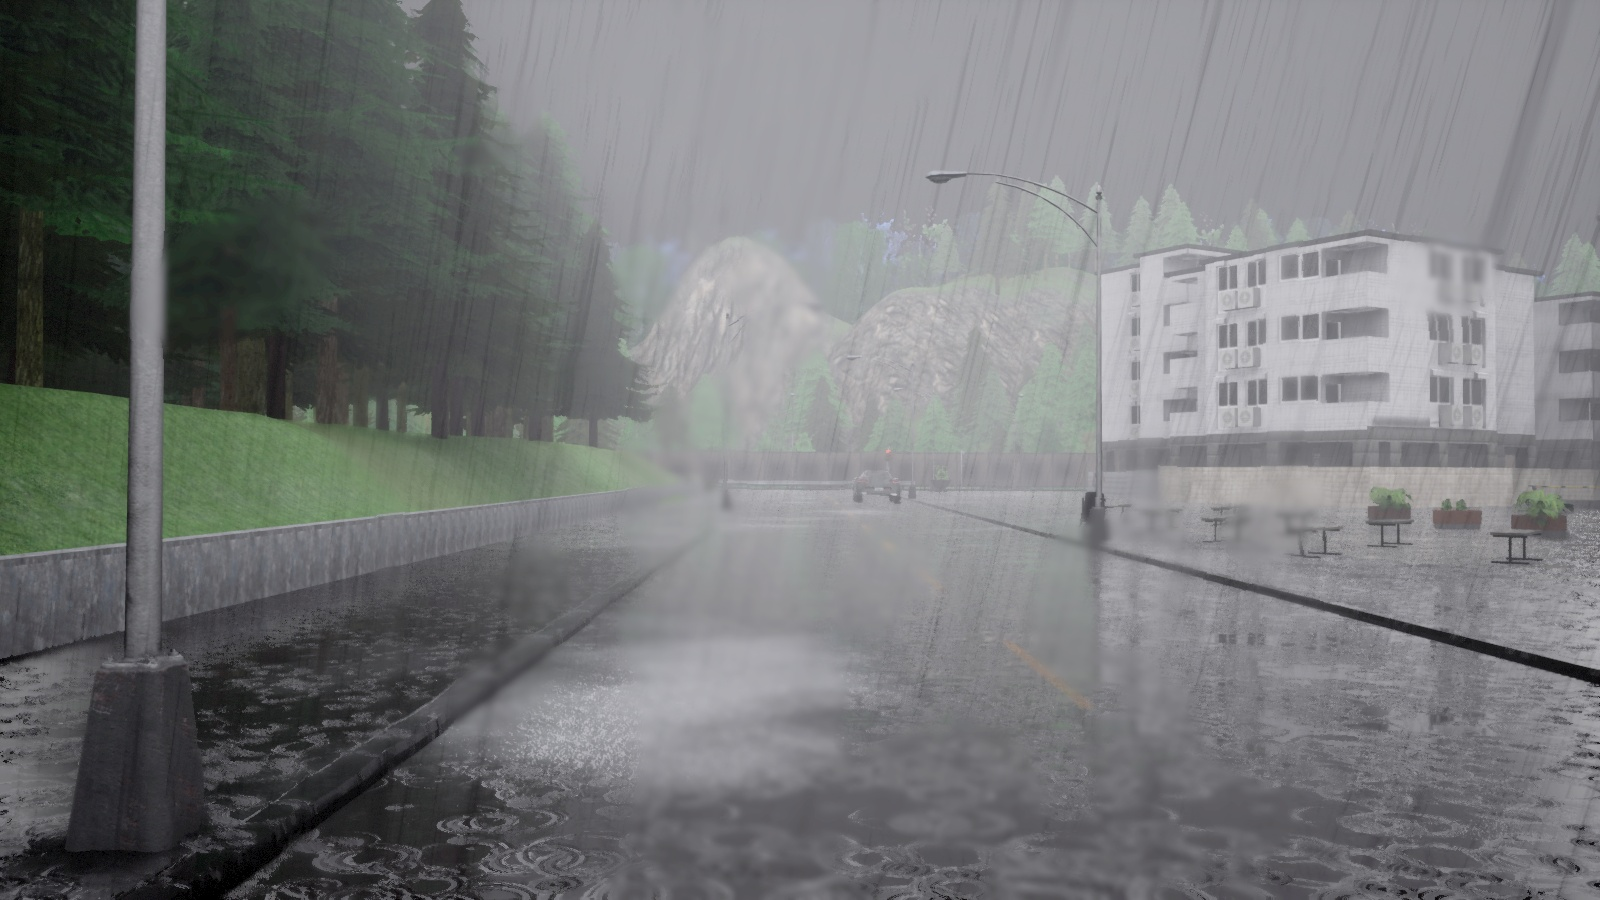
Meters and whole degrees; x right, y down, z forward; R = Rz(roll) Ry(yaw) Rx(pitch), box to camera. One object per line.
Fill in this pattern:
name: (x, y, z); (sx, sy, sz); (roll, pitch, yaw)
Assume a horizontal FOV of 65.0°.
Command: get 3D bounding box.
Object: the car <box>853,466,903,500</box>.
car: (3.858, 1.633, 62.997); (2.152, 1.651, 5.027); (0, -1, 0)
